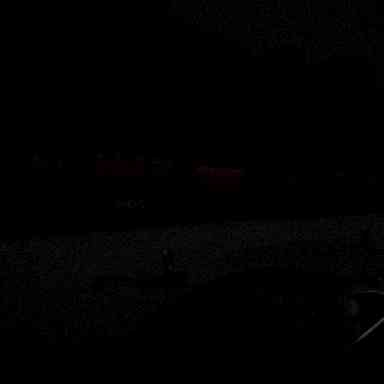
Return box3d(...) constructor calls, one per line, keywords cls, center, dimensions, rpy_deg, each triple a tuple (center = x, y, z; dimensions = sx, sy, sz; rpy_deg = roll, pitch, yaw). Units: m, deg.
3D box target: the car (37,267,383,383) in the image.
box3d(cls="car", center=(0.695, 1.565, 3.293), dimensions=(4.313, 1.339, 1.947), rpy_deg=(0, 1, -35))
